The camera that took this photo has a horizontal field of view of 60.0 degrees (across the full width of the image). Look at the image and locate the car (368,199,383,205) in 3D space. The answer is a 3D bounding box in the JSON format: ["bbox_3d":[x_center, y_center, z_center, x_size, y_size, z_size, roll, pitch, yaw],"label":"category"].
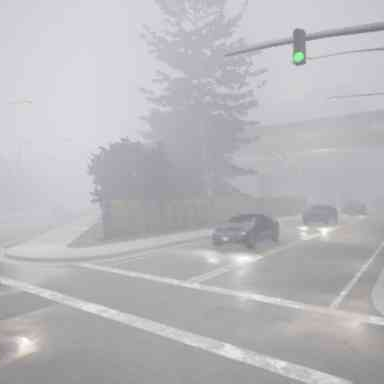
[{"bbox_3d":[36.395,1.911,64.616,4.536,1.218,1.853,0,-1,-31],"label":"car"}]

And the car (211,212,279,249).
[{"bbox_3d":[2.698,1.715,15.855,1.812,1.442,4.674,-1,-1,34],"label":"car"}]

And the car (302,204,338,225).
[{"bbox_3d":[10.507,1.766,27.172,1.882,1.535,5.008,-1,-1,35],"label":"car"}]

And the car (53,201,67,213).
[{"bbox_3d":[-21.316,2.559,53.390,2.033,1.411,5.357,0,-1,-22],"label":"car"}]

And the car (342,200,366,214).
[{"bbox_3d":[19.584,1.793,40.112,2.097,1.767,4.553,-1,-1,35],"label":"car"}]

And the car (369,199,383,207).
[{"bbox_3d":[36.352,2.068,64.587,4.974,1.542,2.038,0,-1,-31],"label":"car"}]
